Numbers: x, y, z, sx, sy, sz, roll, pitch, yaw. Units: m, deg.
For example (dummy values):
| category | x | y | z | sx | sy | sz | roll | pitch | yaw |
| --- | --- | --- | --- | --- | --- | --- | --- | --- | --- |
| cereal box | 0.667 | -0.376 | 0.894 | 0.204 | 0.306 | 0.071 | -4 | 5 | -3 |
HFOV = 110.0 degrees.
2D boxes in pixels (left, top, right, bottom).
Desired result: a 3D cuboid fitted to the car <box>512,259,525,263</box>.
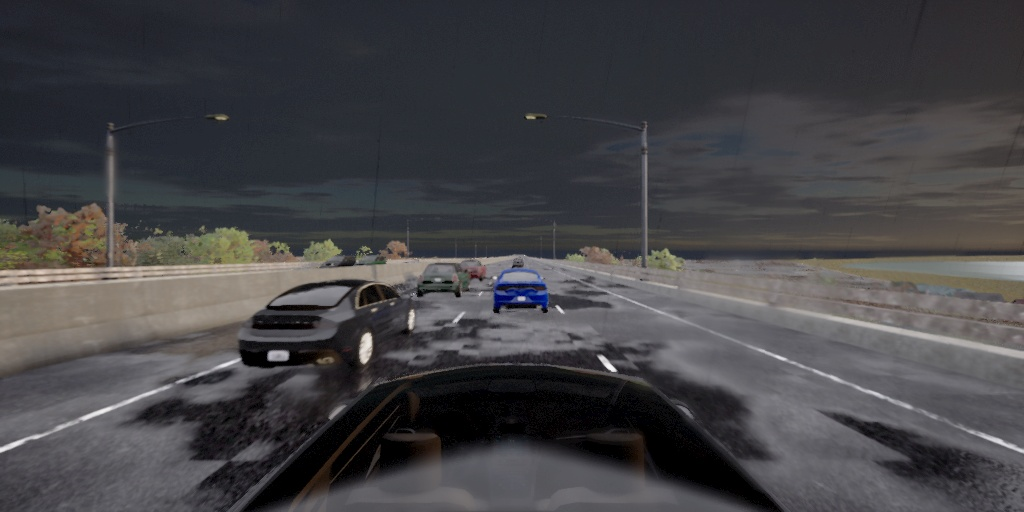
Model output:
| category | x | y | z | sx | sy | sz | roll | pitch | yaw |
| --- | --- | --- | --- | --- | --- | --- | --- | --- | --- |
| car | 1.060 | 1.293 | 59.792 | 1.837 | 1.490 | 4.892 | 0 | 0 | 2 |

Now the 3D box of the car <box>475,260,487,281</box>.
| category | x | y | z | sx | sy | sz | roll | pitch | yaw |
| --- | --- | --- | --- | --- | --- | --- | --- | --- | --- |
| car | -3.262 | 1.107 | 29.700 | 2.097 | 1.767 | 4.553 | 0 | 0 | 1 |

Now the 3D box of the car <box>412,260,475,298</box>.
| category | x | y | z | sx | sy | sz | roll | pitch | yaw |
| --- | --- | --- | --- | --- | --- | --- | --- | --- | --- |
| car | -3.410 | 1.102 | 18.733 | 2.097 | 1.767 | 4.553 | 0 | 0 | 1 |

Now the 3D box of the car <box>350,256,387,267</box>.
| category | x | y | z | sx | sy | sz | roll | pitch | yaw |
| --- | --- | --- | --- | --- | --- | --- | --- | --- | --- |
| car | -17.040 | 0.974 | 43.635 | 2.150 | 2.045 | 5.566 | 0 | 0 | 2 |

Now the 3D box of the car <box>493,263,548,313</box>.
| category | x | y | z | sx | sy | sz | roll | pitch | yaw |
| --- | --- | --- | --- | --- | --- | --- | --- | --- | --- |
| car | 0.270 | 1.228 | 14.121 | 1.882 | 1.535 | 5.008 | 0 | 0 | -1 |

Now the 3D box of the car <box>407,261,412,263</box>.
| category | x | y | z | sx | sy | sz | roll | pitch | yaw |
| --- | --- | --- | --- | --- | --- | --- | --- | --- | --- |
| car | -13.369 | 1.322 | 48.995 | 1.994 | 1.385 | 4.181 | 0 | 0 | 2 |

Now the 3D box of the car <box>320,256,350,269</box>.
| category | x | y | z | sx | sy | sz | roll | pitch | yaw |
| --- | --- | --- | --- | --- | --- | --- | --- | --- | --- |
| car | -20.558 | 0.970 | 42.952 | 2.150 | 2.045 | 5.566 | 0 | 0 | 2 |

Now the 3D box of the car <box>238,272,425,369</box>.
| category | x | y | z | sx | sy | sz | roll | pitch | yaw |
| --- | --- | --- | --- | --- | --- | --- | --- | --- | --- |
| car | -3.489 | 1.251 | 7.795 | 1.837 | 1.490 | 4.892 | 0 | 0 | 0 |
